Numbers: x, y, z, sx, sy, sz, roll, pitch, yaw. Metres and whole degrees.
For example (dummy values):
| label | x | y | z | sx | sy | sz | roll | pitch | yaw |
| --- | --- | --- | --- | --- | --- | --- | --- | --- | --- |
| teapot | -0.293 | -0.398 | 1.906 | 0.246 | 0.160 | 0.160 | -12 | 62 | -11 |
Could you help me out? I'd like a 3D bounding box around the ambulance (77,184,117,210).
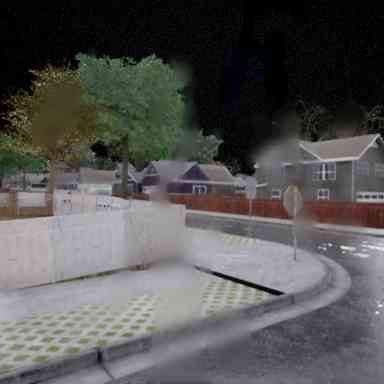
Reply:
| label | x | y | z | sx | sy | sz | roll | pitch | yaw |
| --- | --- | --- | --- | --- | --- | --- | --- | --- | --- |
| ambulance | -9.521 | 0.486 | 33.367 | 2.351 | 2.431 | 6.366 | 1 | 0 | -36 |
